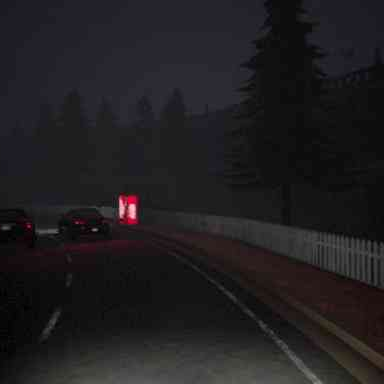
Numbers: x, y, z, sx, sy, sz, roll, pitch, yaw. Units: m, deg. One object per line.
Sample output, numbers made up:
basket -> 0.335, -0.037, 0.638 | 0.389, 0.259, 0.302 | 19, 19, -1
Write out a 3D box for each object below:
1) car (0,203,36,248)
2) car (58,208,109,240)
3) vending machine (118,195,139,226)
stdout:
car -> -8.161, 1.416, 14.654 | 2.097, 1.767, 4.553 | -1, 0, -29
car -> -5.726, 1.571, 17.427 | 1.812, 1.442, 4.674 | 0, 0, -31
vending machine -> -4.330, 1.231, 22.707 | 1.100, 2.100, 0.880 | 0, 0, -38
